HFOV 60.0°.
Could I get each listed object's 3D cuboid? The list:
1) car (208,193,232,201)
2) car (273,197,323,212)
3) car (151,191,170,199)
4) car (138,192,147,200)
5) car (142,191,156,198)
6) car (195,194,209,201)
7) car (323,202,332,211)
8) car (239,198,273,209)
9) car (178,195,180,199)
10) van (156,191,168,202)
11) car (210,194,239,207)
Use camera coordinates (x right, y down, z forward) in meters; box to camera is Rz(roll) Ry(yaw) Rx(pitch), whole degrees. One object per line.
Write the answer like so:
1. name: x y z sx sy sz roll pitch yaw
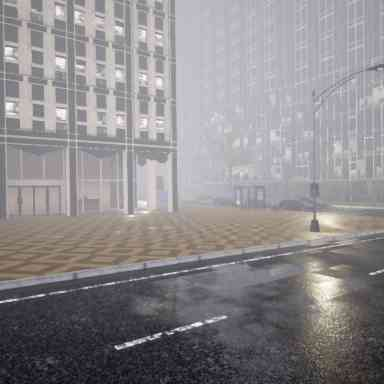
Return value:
1. car: 4.873 1.240 49.758 1.994 1.385 4.181 -1 1 -34
2. car: 11.279 1.423 35.637 1.947 1.339 4.313 0 1 -35
3. car: -7.468 0.614 77.922 2.192 1.841 5.009 0 1 -35
4. car: -11.154 1.039 68.495 2.008 1.369 4.403 0 1 -35
5. car: -10.688 0.685 82.606 1.967 1.590 4.097 0 1 -34
6. car: 2.193 1.043 63.874 1.802 1.307 4.206 0 1 -35
7. car: 13.348 1.337 37.416 1.812 1.442 4.674 -1 1 -34
8. car: 8.073 1.388 40.333 1.802 1.307 4.206 0 1 -34
9. car: -4.193 0.782 63.096 2.033 1.411 5.357 -1 1 -34
10. van: -4.713 0.937 59.125 1.690 1.788 3.998 0 1 -34
11. car: 4.902 1.319 45.049 1.947 1.339 4.313 0 1 -34
